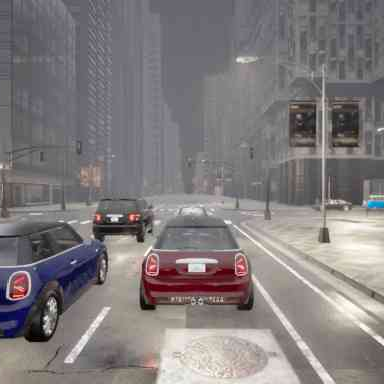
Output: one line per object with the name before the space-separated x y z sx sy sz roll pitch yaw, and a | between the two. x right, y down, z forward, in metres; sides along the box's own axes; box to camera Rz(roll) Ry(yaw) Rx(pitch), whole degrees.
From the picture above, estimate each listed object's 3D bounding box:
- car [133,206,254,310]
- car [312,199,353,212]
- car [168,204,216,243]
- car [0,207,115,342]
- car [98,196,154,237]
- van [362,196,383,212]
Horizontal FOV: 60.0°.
car | 0.082 1.352 7.949 2.097 1.767 4.553 0 0 0
car | 15.793 1.513 37.554 4.403 1.369 2.008 0 0 0
car | 0.052 1.491 17.136 2.128 1.511 4.902 0 0 2
car | -3.165 1.352 6.629 2.097 1.767 4.553 0 0 0
car | -3.186 1.222 16.341 2.150 2.045 5.566 0 0 0
van | 21.411 1.292 37.542 3.998 1.788 1.690 0 0 0
